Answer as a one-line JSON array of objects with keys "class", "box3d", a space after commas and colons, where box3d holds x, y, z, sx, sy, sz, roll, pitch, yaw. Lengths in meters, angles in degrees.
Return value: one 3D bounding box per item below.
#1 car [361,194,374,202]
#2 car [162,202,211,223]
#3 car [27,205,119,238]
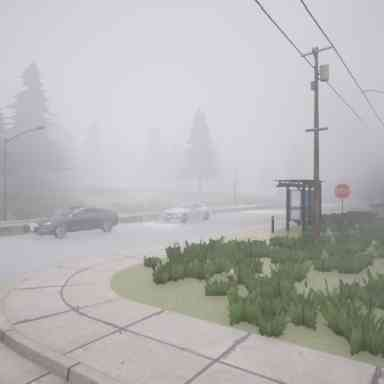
[{"class": "car", "box3d": [40.426, 1.355, 76.462, 2.097, 1.767, 4.553, 0, 0, 36]}, {"class": "car", "box3d": [-0.311, 1.526, 25.839, 1.812, 1.442, 4.674, 0, 0, 36]}, {"class": "car", "box3d": [-6.157, 1.491, 17.766, 2.128, 1.511, 4.902, 0, 0, 36]}]
